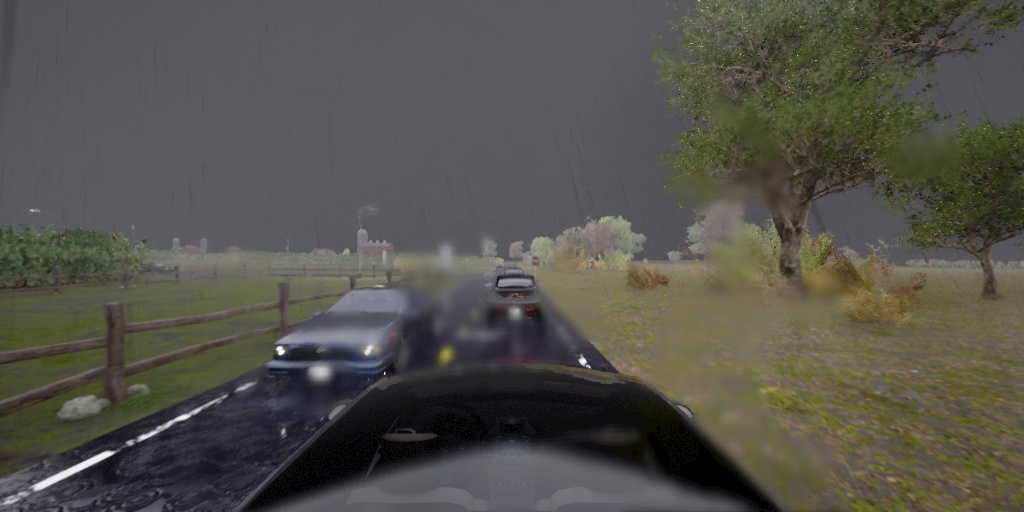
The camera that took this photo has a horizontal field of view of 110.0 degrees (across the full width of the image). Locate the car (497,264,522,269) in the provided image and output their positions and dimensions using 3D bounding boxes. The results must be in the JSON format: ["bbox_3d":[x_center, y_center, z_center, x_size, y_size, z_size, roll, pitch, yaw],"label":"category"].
[{"bbox_3d":[0.149,1.588,27.382,2.033,1.411,5.357,0,-1,0],"label":"car"}]

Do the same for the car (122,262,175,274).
[{"bbox_3d":[-43.619,1.465,43.293,5.357,1.411,2.033,0,0,0],"label":"car"}]

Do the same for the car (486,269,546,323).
[{"bbox_3d":[0.124,1.378,12.707,1.837,1.490,4.892,0,0,0],"label":"car"}]

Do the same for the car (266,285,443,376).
[{"bbox_3d":[-2.838,1.366,7.988,2.033,1.411,5.357,0,-1,0],"label":"car"}]
